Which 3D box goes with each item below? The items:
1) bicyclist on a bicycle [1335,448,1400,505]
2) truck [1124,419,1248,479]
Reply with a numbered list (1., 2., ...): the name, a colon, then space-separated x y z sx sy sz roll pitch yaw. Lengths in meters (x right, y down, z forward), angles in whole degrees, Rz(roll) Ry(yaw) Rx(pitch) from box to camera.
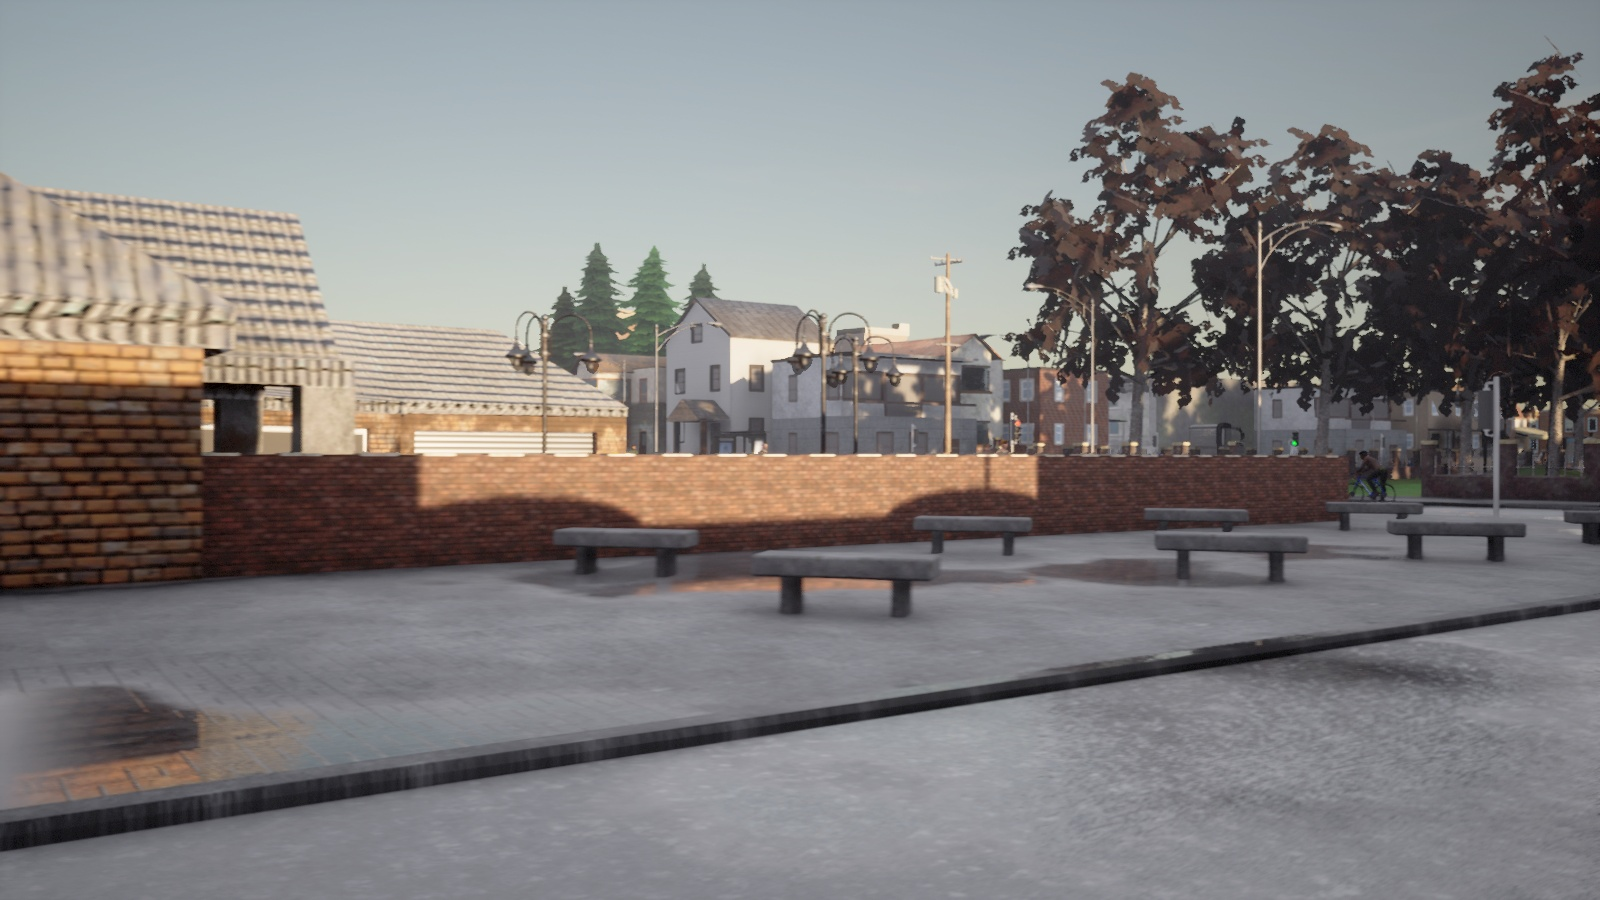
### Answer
1. bicyclist on a bicycle: 16.653 0.766 36.852 0.582 1.620 1.656 0 0 -36
2. truck: 23.398 -0.076 75.928 7.936 3.462 2.891 0 0 -35
